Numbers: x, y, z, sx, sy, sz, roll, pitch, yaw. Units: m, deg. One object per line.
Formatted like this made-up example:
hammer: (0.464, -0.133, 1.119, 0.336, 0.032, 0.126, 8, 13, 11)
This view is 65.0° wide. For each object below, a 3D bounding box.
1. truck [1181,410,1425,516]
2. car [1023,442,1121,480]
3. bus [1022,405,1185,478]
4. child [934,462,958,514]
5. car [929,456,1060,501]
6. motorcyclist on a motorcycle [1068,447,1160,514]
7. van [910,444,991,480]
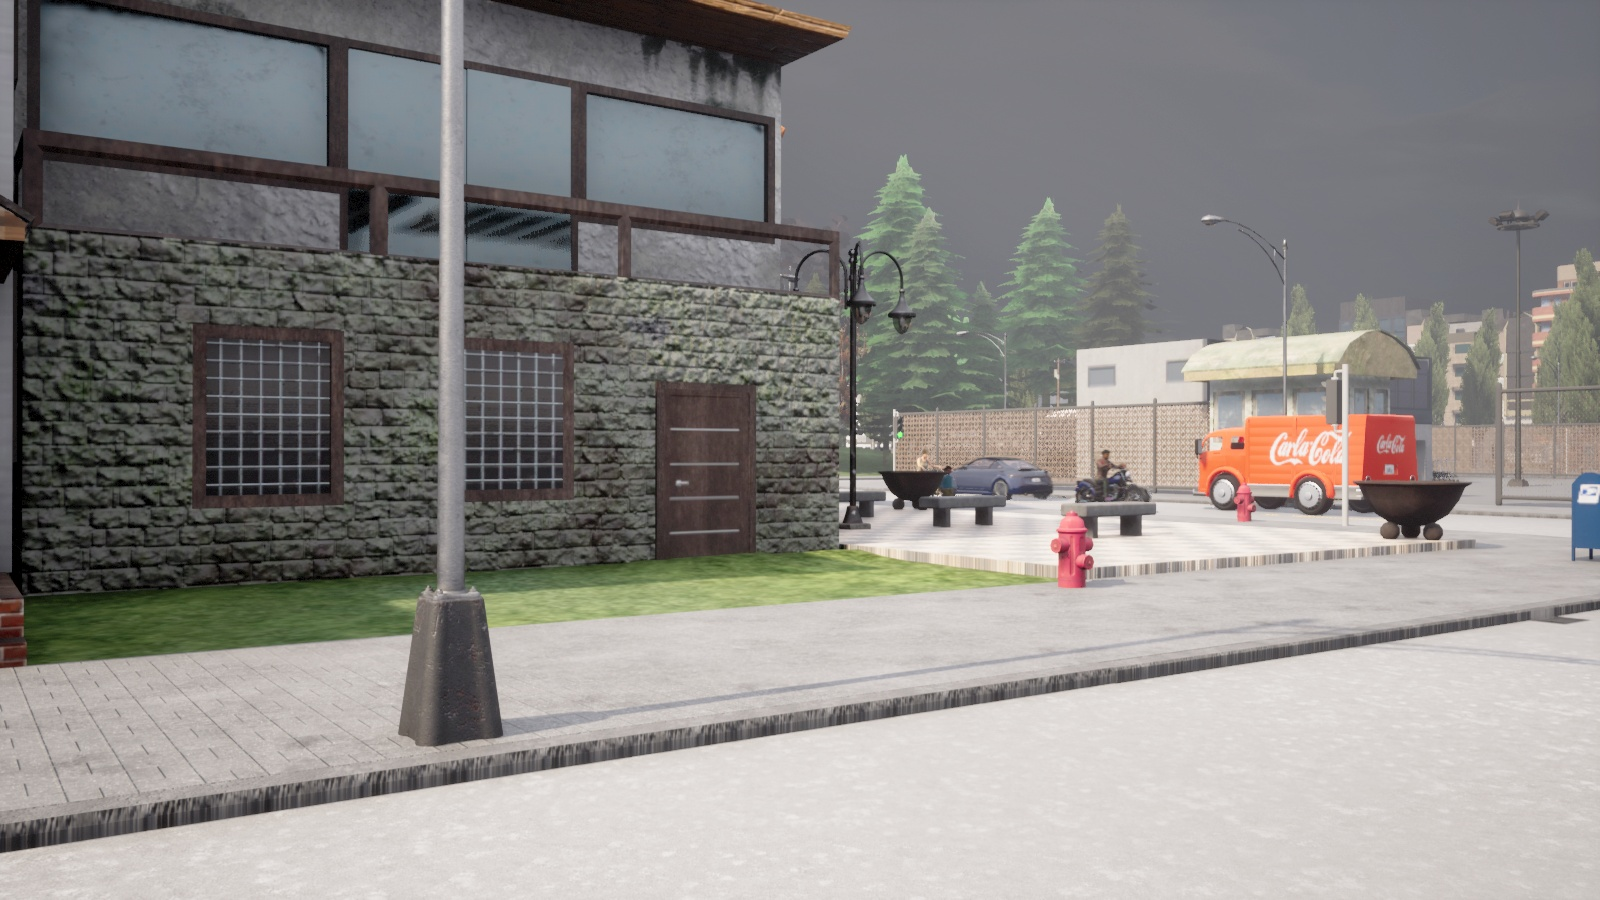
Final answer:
truck: (12.716, 0.306, 32.098, 2.627, 2.467, 5.204, 0, 0, -33)
car: (15.192, 0.597, 70.038, 5.566, 2.045, 2.150, 0, 0, -35)
bus: (18.819, -0.490, 77.448, 10.273, 4.253, 3.944, 0, 0, -35)
child: (3.436, 0.887, 29.565, 0.448, 1.192, 0.343, 0, 0, 43)
car: (6.334, 0.893, 41.296, 1.994, 1.385, 4.181, 0, 0, -33)
motorcyclist on a motorcycle: (7.972, 0.754, 32.011, 0.766, 1.649, 2.350, 0, 0, -35)
van: (8.448, 0.645, 70.230, 4.442, 1.987, 1.775, 0, 0, -35)
